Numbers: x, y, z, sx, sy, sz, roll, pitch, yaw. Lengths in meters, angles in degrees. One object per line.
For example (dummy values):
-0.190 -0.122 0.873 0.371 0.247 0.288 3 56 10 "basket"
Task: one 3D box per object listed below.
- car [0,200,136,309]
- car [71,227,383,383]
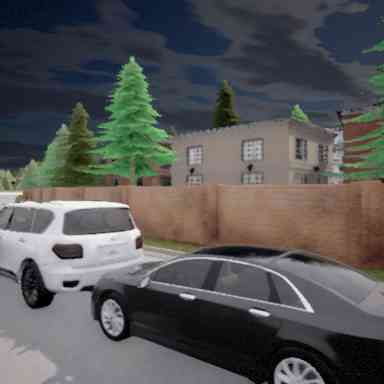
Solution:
-3.536 1.217 8.159 5.566 2.045 2.150 0 0 41 "car"
0.504 1.519 4.826 4.892 1.490 1.837 0 0 38 "car"
